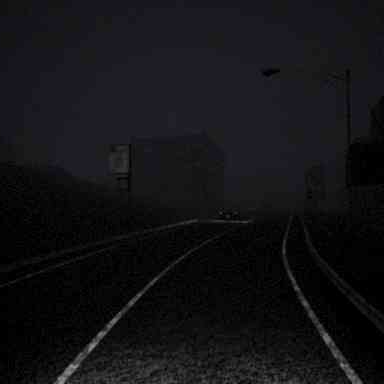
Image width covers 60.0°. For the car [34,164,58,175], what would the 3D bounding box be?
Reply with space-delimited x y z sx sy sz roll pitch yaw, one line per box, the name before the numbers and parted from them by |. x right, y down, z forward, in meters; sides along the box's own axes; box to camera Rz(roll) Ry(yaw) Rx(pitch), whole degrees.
car | -19.890 -2.644 43.049 2.185 1.767 4.553 0 -3 7

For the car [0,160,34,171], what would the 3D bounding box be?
car | -20.628 -2.779 37.462 2.231 1.521 4.892 0 -2 9

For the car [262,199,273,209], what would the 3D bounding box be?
car | 16.260 2.606 71.423 2.150 2.045 5.566 -1 -2 17

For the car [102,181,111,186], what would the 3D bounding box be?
car | -18.121 -1.226 65.127 2.002 1.452 4.674 0 -4 3

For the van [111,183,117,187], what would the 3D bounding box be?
van | -17.922 -1.114 70.800 1.878 1.987 4.442 0 -4 2

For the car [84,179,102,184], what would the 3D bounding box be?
car | -18.396 -1.572 59.602 2.002 1.452 4.674 0 -3 4

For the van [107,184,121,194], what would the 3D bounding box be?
van | -17.870 -0.724 76.324 1.878 1.987 4.442 0 -4 1

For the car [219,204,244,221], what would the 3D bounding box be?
car | 3.923 1.942 32.260 1.812 1.442 4.674 -1 -1 17

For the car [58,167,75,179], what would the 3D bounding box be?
car | -19.257 -2.487 48.623 2.435 2.045 5.566 0 -3 6
